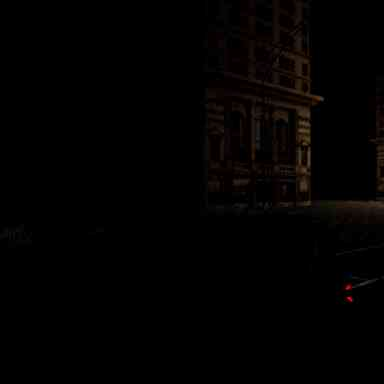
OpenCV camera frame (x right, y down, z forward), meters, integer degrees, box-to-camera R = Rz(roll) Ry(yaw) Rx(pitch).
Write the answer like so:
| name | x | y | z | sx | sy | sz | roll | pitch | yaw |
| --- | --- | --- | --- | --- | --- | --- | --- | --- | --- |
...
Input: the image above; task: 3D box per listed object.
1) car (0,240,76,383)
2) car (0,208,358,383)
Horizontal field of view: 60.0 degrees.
| name | x | y | z | sx | sy | sz | roll | pitch | yaw |
| --- | --- | --- | --- | --- | --- | --- | --- | --- | --- |
| car | -3.917 | 1.547 | 3.857 | 4.507 | 1.381 | 1.887 | 0 | 0 | -36 |
| car | -0.872 | 1.220 | 2.755 | 5.566 | 2.045 | 2.150 | 0 | 0 | -36 |
